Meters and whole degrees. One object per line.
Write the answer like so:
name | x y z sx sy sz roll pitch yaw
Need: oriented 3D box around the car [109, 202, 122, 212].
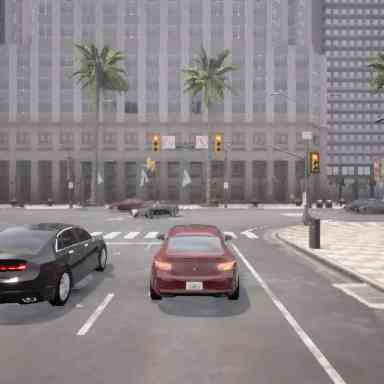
car | -6.977 1.477 38.104 5.008 1.535 1.882 0 0 0

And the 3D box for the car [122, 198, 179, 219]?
car | -3.197 1.491 28.880 2.128 1.511 4.902 0 0 39

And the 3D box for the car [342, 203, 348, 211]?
car | 19.750 1.491 38.081 4.902 1.511 2.128 0 0 0

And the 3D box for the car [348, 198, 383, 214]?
car | 19.030 1.564 34.581 4.181 1.385 1.994 0 0 0

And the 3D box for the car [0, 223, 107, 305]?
car | -3.440 1.505 8.042 1.837 1.490 4.892 0 0 0

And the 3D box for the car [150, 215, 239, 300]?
car | 0.069 1.526 8.296 1.812 1.442 4.674 0 0 1
